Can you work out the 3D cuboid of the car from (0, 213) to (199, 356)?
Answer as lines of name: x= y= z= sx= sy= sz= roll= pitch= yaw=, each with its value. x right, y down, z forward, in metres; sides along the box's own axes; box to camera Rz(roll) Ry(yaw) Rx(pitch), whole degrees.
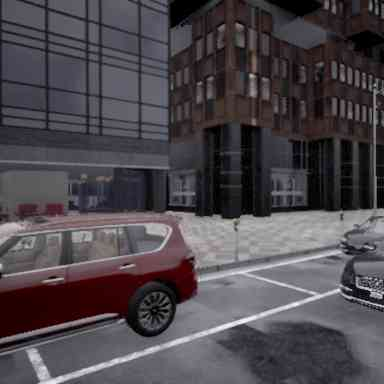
car: x=-2.207 y=1.308 z=5.072 sx=5.009 sy=1.841 sz=2.192 roll=0 pitch=0 yaw=-35

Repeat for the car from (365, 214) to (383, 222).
car: x=6.932 y=1.465 z=11.581 sx=4.403 sy=1.369 sz=2.008 roll=0 pitch=0 yaw=-35

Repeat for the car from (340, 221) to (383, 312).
car: x=5.028 y=1.451 z=6.875 sx=4.892 sy=1.490 sz=1.837 roll=0 pitch=0 yaw=-35
